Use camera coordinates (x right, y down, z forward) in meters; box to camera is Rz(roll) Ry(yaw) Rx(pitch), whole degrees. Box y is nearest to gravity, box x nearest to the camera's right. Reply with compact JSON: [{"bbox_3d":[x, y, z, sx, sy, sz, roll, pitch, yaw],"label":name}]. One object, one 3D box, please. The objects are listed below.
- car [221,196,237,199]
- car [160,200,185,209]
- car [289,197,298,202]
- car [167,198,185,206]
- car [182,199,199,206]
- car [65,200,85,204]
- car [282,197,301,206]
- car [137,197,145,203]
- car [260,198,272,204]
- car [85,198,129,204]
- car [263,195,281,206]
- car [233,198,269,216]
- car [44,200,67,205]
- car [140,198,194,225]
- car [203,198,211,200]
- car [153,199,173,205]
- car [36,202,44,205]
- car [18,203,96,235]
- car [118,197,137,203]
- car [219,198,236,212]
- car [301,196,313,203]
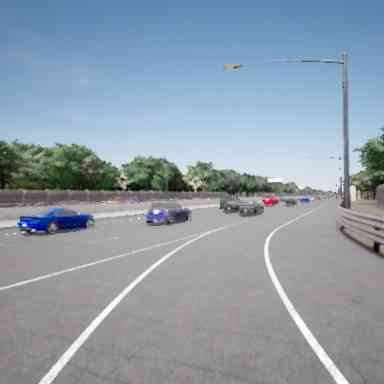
[{"bbox_3d":[5.995,1.592,51.682,2.150,2.045,5.566,-1,-1,25],"label":"car"},{"bbox_3d":[-3.253,2.067,56.754,2.033,1.411,5.357,-1,-1,25],"label":"car"},{"bbox_3d":[27.830,2.149,91.138,1.895,1.301,4.718,-1,-1,24],"label":"car"},{"bbox_3d":[-3.502,2.182,72.975,1.837,1.490,4.892,-1,-1,25],"label":"car"},{"bbox_3d":[-0.321,2.186,71.514,1.994,1.385,4.181,-1,-1,25],"label":"car"},{"bbox_3d":[-13.605,2.023,42.778,1.812,1.442,4.674,-1,-1,25],"label":"car"},{"bbox_3d":[18.986,1.852,63.242,1.837,1.490,4.892,-1,-1,25],"label":"car"},{"bbox_3d":[-6.888,1.916,57.273,2.097,1.767,4.553,-1,-1,25],"label":"car"},{"bbox_3d":[16.779,2.017,75.272,1.812,1.442,4.674,-1,-1,24],"label":"car"},{"bbox_3d":[-10.438,1.926,41.295,1.882,1.535,5.008,-1,-1,25],"label":"car"},{"bbox_3d":[14.580,1.601,62.030,2.150,2.045,5.566,-1,-1,25],"label":"car"},{"bbox_3d":[6.480,1.705,35.991,2.128,1.511,4.902,-1,-1,25],"label":"car"},{"bbox_3d":[-16.735,1.898,44.341,2.097,1.767,4.553,-1,-1,25],"label":"car"},{"bbox_3d":[-1.754,1.562,26.526,2.097,1.767,4.553,-1,-1,25],"label":"car"},{"bbox_3d":[3.234,2.066,70.876,1.882,1.535,5.008,-1,-1,25],"label":"car"},{"bbox_3d":[-6.441,2.248,74.962,2.033,1.411,5.357,-1,-1,25],"label":"car"},{"bbox_3d":[-20.109,2.098,45.368,1.837,1.490,4.892,-1,-1,25],"label":"car"},{"bbox_3d":[-8.263,1.704,20.779,1.882,1.535,5.008,-1,-1,25],"label":"car"},{"bbox_3d":[-10.074,1.833,58.693,2.150,2.045,5.566,-1,-1,25],"label":"car"},{"bbox_3d":[5.390,1.809,41.983,1.812,1.442,4.674,-1,-1,25],"label":"car"},{"bbox_3d":[29.760,1.965,86.926,1.882,1.535,5.008,-1,-1,24],"label":"car"}]
